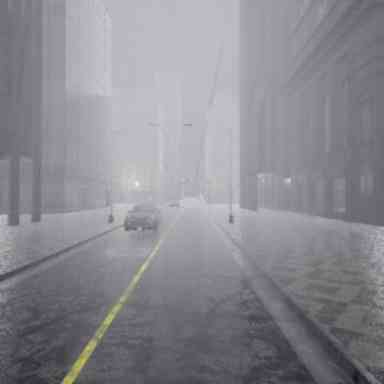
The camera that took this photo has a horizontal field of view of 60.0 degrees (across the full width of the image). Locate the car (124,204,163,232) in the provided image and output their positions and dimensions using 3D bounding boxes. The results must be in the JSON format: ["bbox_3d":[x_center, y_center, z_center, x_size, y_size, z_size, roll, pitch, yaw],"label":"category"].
[{"bbox_3d":[-3.104,1.578,21.975,2.097,1.767,4.553,0,-1,0],"label":"car"}]

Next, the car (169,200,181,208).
[{"bbox_3d":[-3.039,2.216,60.088,2.033,1.411,5.357,0,-1,1],"label":"car"}]
